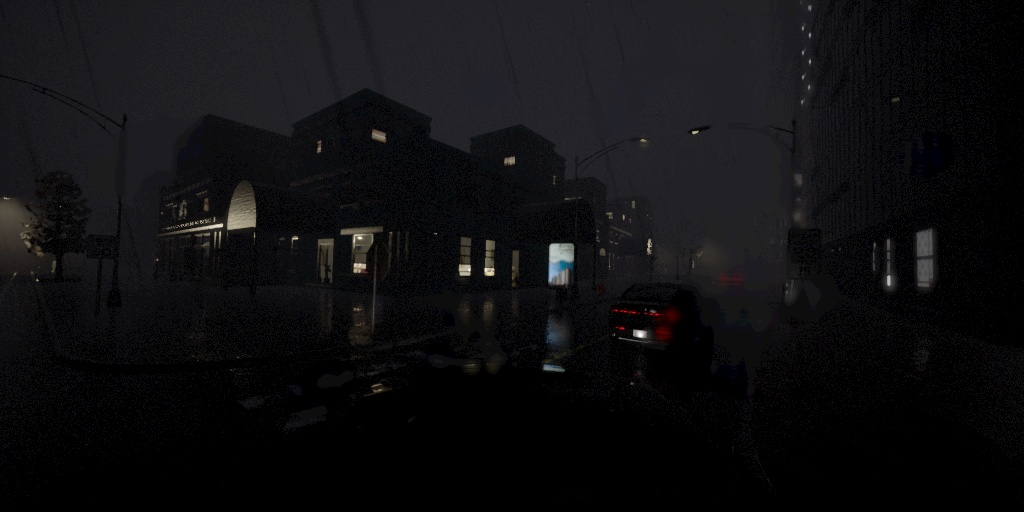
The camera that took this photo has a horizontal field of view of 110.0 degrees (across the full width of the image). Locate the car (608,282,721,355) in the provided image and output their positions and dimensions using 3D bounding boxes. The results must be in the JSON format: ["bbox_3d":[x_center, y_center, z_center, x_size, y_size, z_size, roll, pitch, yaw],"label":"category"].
[{"bbox_3d":[4.069,1.431,9.392,1.837,1.490,4.892,0,-2,36],"label":"car"}]

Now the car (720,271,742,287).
[{"bbox_3d":[23.097,2.419,37.822,2.033,1.411,5.357,0,-1,32],"label":"car"}]
